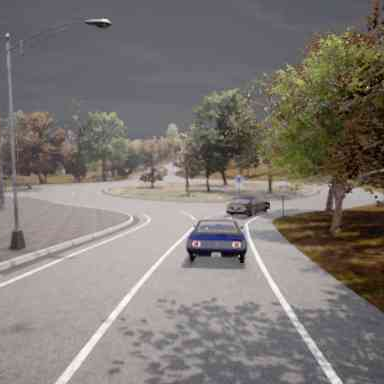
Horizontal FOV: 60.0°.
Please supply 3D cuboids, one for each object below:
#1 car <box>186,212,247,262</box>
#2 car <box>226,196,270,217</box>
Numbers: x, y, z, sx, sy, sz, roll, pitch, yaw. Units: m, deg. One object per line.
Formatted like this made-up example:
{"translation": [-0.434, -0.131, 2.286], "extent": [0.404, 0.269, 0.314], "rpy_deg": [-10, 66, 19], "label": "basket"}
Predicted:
{"translation": [0.951, 1.624, 12.302], "extent": [1.895, 1.301, 4.718], "rpy_deg": [1, 0, 5], "label": "car"}
{"translation": [4.596, 1.077, 26.871], "extent": [2.033, 1.411, 5.357], "rpy_deg": [2, 5, 32], "label": "car"}
